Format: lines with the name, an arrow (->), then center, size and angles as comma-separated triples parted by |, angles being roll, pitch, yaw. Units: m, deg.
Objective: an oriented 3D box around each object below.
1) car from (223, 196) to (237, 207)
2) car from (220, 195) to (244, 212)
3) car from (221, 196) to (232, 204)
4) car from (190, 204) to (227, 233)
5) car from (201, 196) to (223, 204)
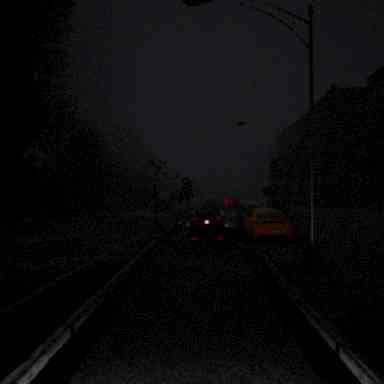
car -> 6.313, 1.536, 55.340 | 2.185, 1.767, 4.553 | 0, 0, 4
car -> 5.931, 1.396, 49.868 | 2.435, 2.045, 5.566 | 0, 0, 4
car -> 7.362, 1.732, 72.028 | 2.163, 1.488, 4.792 | 0, 0, 3
car -> 0.949, 1.632, 20.298 | 1.994, 1.385, 4.181 | 0, 0, 4
car -> 2.322, 1.632, 40.510 | 2.128, 1.511, 4.902 | 0, 0, 4
